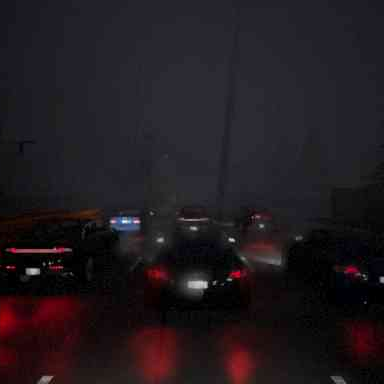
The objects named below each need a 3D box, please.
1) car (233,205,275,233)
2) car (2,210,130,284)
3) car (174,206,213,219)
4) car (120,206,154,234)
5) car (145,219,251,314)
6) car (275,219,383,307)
[{"bbox_3d":[3.591,1.505,19.562,1.837,1.490,4.892,0,0,0],"label":"car"},{"bbox_3d":[-3.404,1.491,9.547,2.128,1.511,4.902,0,0,0],"label":"car"},{"bbox_3d":[0.093,1.492,17.672,2.128,1.511,4.902,0,0,0],"label":"car"},{"bbox_3d":[-3.408,1.547,19.343,2.033,1.411,5.357,0,0,0],"label":"car"},{"bbox_3d":[0.097,1.564,7.723,1.994,1.385,4.181,0,0,0],"label":"car"},{"bbox_3d":[3.596,1.564,8.064,1.994,1.385,4.181,0,0,0],"label":"car"}]
